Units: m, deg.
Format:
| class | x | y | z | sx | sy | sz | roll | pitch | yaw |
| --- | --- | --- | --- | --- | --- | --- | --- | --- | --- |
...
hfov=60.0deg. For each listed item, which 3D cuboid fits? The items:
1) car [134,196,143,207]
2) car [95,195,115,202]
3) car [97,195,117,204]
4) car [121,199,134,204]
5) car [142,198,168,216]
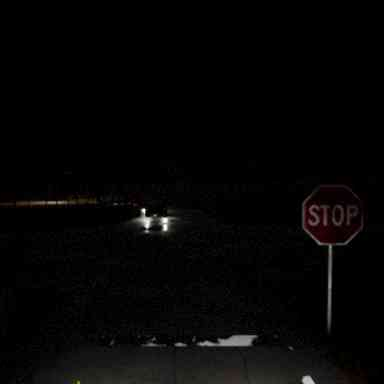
| class | x | y | z | sx | sy | sz | roll | pitch | yaw |
| --- | --- | --- | --- | --- | --- | --- | --- | --- | --- |
| car | -6.074 | 1.449 | 44.698 | 1.895 | 1.301 | 4.718 | -1 | 0 | -20 |
| car | -17.825 | 1.367 | 68.050 | 4.181 | 1.385 | 1.994 | -1 | 1 | 42 |
| car | -15.535 | 1.466 | 61.661 | 1.812 | 1.442 | 4.674 | -2 | 0 | -40 |
| car | -11.170 | 1.442 | 60.561 | 1.895 | 1.301 | 4.718 | -1 | 1 | -37 |
| car | -3.308 | 1.364 | 30.958 | 1.882 | 1.535 | 5.008 | 0 | 0 | -5 |
